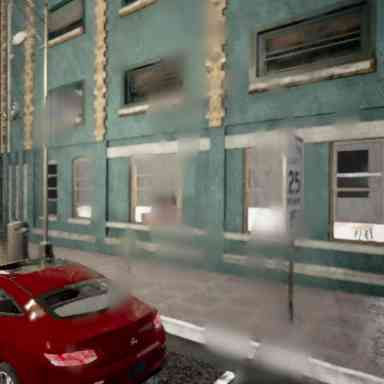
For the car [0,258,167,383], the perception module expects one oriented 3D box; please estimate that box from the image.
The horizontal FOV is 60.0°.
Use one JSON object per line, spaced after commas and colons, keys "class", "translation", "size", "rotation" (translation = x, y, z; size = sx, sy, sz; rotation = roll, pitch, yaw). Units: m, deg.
{"class": "car", "translation": [-2.228, 1.581, 4.454], "size": [4.206, 1.307, 1.802], "rotation": [0, 0, 35]}
